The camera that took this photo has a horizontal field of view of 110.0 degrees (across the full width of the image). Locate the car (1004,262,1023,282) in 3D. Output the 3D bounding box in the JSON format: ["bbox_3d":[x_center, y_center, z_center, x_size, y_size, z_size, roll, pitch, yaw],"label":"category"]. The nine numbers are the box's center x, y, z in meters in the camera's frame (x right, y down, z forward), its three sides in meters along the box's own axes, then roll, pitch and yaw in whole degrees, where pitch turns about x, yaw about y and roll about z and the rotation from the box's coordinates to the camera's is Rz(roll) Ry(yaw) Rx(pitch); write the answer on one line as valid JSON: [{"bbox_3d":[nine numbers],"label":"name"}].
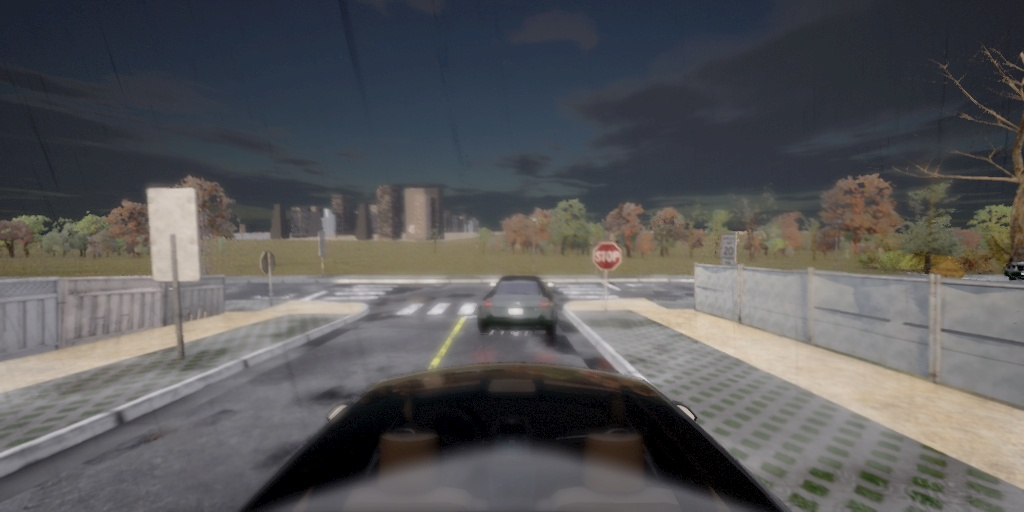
[{"bbox_3d":[34.726,0.764,22.530,5.566,2.045,2.150,0,4,-3],"label":"car"}]

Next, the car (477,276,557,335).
[{"bbox_3d":[0.262,1.247,10.328,1.994,1.385,4.181,0,0,5],"label":"car"}]

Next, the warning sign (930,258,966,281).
[{"bbox_3d":[19.883,1.014,16.429,1.060,1.860,1.300,0,0,-3],"label":"warning sign"}]
